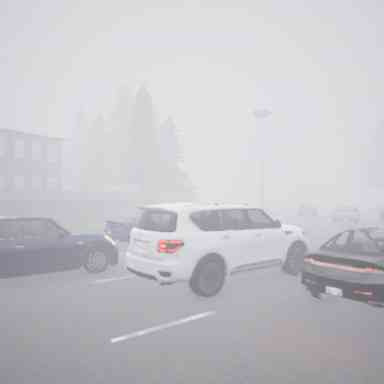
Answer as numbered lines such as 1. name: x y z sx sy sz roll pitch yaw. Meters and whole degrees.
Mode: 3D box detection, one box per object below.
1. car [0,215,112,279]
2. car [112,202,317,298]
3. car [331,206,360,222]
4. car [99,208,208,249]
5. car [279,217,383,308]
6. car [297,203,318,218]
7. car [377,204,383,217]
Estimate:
1. car: -4.420 1.435 9.397 4.553 1.767 2.097 0 -1 -37
2. car: 0.936 1.301 9.064 5.566 2.045 2.150 0 0 -39
3. car: 12.703 1.833 27.296 1.895 1.301 4.718 0 -1 29
4. car: -1.724 1.617 16.014 5.008 1.535 1.882 1 -1 -41
5. car: 4.358 1.556 7.459 4.902 1.511 2.128 0 -1 -40
6. car: 12.094 1.863 35.077 1.994 1.385 4.181 0 0 18
7. car: 16.642 1.726 27.717 2.128 1.511 4.902 0 0 26
